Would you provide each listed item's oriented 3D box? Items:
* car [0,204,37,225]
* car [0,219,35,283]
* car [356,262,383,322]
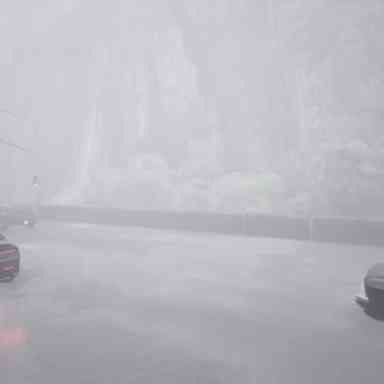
[{"bbox_3d":[-11.726,1.534,20.950,4.892,1.490,1.837,0,0,35],"label":"car"},{"bbox_3d":[-6.267,1.518,8.460,4.892,1.490,1.837,0,0,35],"label":"car"},{"bbox_3d":[5.000,1.599,4.725,4.718,1.301,1.895,0,0,35],"label":"car"}]
